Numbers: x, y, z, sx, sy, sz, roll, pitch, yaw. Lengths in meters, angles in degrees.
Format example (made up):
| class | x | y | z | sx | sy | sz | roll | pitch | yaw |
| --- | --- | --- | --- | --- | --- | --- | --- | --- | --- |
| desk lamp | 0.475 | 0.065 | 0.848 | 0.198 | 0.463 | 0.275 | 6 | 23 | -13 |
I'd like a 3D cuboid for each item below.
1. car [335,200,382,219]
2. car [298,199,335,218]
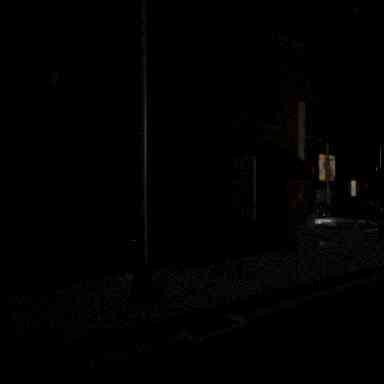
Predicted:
| class | x | y | z | sx | sy | sz | roll | pitch | yaw |
| --- | --- | --- | --- | --- | --- | --- | --- | --- | --- |
| car | 13.239 | 1.323 | 27.062 | 2.033 | 1.411 | 5.357 | 0 | 1 | -40 |
| car | 8.481 | 1.278 | 27.318 | 2.033 | 1.411 | 5.357 | 0 | 1 | -35 |
